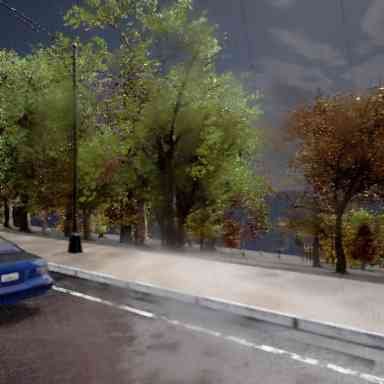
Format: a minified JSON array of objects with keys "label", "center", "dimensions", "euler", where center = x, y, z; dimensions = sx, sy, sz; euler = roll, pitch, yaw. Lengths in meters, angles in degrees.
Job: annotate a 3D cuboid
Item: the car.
[{"label":"car","center":[-5.275,1.579,7.417],"dimensions":[5.357,1.411,2.033],"euler":[0,0,36]}]
